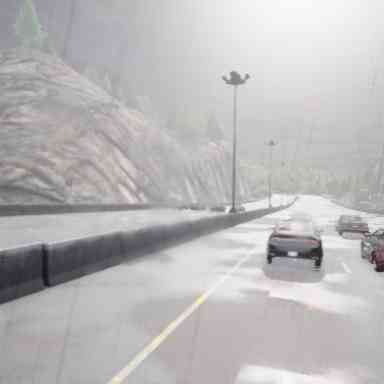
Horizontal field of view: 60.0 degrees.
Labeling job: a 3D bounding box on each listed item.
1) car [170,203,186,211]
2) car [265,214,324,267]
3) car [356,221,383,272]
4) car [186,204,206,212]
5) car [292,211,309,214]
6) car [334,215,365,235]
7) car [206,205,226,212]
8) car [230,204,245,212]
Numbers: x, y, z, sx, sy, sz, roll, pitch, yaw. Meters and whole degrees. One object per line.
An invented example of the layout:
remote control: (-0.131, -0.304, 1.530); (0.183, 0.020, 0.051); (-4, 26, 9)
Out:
car: (-2.145, 2.641, 60.447); (2.033, 1.411, 5.357); (1, -1, 19)
car: (4.010, 1.835, 12.895); (2.128, 1.511, 4.902); (1, -1, 19)
car: (7.403, 1.999, 12.003); (1.994, 1.385, 4.181); (1, -1, 19)
car: (1.172, 2.780, 59.375); (1.895, 1.301, 4.718); (1, -1, 19)
car: (9.080, 2.331, 27.856); (1.812, 1.442, 4.674); (1, -1, 19)
car: (11.437, 2.352, 23.998); (2.033, 1.411, 5.357); (1, -1, 19)
car: (4.494, 2.865, 58.284); (1.895, 1.301, 4.718); (1, -1, 19)
car: (7.810, 2.827, 57.175); (1.882, 1.535, 5.008); (1, -1, 19)
